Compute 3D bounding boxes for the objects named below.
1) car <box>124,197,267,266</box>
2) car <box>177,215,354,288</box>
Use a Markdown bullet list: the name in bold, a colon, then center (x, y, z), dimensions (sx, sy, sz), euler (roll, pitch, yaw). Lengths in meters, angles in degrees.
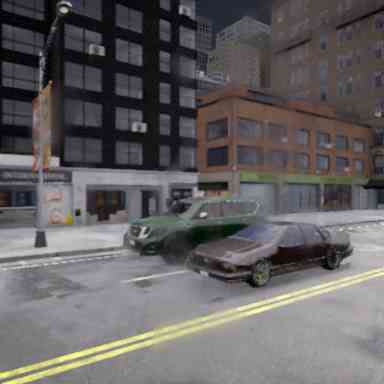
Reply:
- **car**: center (0.391, 1.214, 11.943), dimensions (5.566, 2.045, 2.150), euler (0, 0, -35)
- **car**: center (2.454, 1.540, 9.423), dimensions (5.357, 1.411, 2.033), euler (0, 0, -35)
